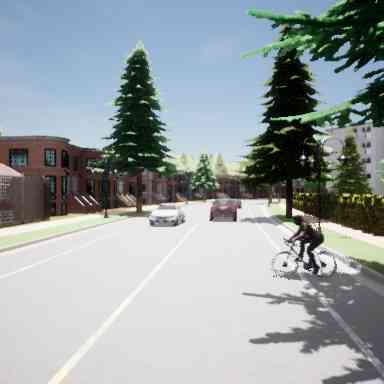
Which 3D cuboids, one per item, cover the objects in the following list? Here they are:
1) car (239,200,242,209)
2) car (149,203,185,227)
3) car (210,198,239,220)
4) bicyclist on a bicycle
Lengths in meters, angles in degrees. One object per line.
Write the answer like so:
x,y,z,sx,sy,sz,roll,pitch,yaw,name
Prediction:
5.660,1.548,44.790,1.994,1.385,4.181,0,0,12,car
-1.623,1.517,23.191,1.812,1.442,4.674,0,0,8,car
2.689,1.342,27.743,2.097,1.767,4.553,0,0,8,car
2.904,1.431,8.628,1.656,1.620,0.582,0,0,4,bicyclist on a bicycle
